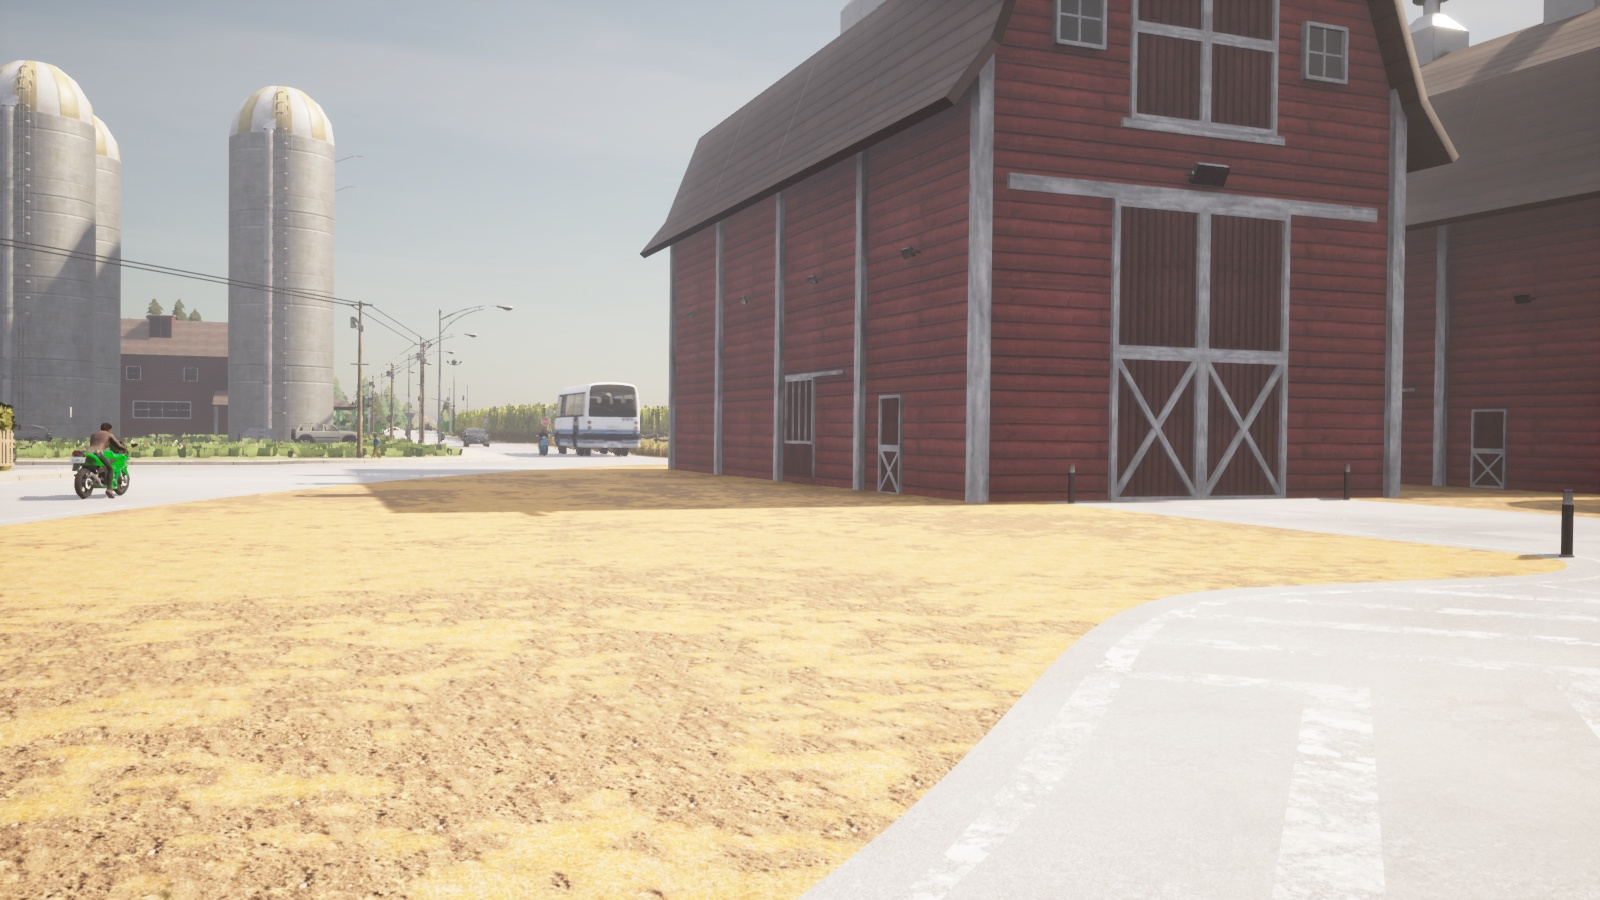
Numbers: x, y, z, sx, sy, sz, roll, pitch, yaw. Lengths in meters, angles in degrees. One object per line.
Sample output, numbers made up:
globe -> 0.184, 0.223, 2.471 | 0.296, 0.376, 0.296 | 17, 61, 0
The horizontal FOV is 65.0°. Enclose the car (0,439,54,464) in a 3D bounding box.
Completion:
car -> -51.900, 0.098, 82.668 | 4.514, 1.525, 2.007 | -1, 1, -22

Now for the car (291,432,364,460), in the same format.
car -> -32.600, -0.303, 86.657 | 4.605, 1.855, 1.932 | -1, 1, -22

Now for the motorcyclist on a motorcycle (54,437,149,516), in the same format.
motorcyclist on a motorcycle -> -14.076, 0.508, 25.370 | 0.797, 1.523, 2.044 | -1, 1, -2

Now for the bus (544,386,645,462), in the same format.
bus -> -12.642, -1.543, 76.377 | 3.944, 4.253, 10.273 | -1, 1, -21
